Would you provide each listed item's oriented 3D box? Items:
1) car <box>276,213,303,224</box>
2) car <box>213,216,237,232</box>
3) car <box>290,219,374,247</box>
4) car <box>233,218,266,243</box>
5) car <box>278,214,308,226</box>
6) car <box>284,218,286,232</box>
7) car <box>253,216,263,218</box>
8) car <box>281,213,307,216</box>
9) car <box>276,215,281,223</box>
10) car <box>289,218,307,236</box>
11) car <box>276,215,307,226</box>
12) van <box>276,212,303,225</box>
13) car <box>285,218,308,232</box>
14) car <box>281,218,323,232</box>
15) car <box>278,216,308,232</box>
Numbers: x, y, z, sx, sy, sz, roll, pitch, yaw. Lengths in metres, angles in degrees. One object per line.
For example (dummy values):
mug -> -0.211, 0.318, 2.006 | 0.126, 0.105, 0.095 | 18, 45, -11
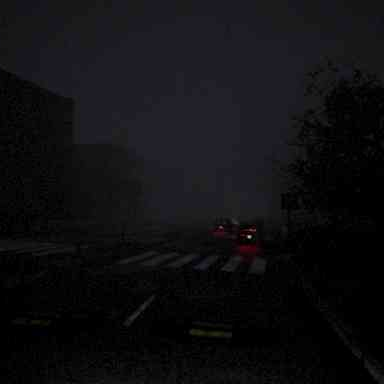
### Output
car -> 18.227, 4.979, 62.424 | 4.553, 1.767, 2.185 | 1, -2, 12
car -> 3.471, 3.503, 36.280 | 1.837, 1.490, 4.892 | 1, -3, 12
car -> 9.359, 2.862, 22.119 | 4.892, 1.521, 2.231 | 1, -3, 12
car -> 4.330, 2.870, 24.471 | 1.837, 1.490, 4.892 | 1, -3, 12
car -> 16.426, 4.605, 54.496 | 4.553, 1.767, 2.185 | 1, -3, 12
car -> 11.156, 3.402, 30.162 | 4.792, 1.488, 2.163 | 1, -3, 12
car -> 9.701, 4.298, 49.118 | 1.882, 1.535, 5.008 | 1, -3, 13
car -> 12.866, 3.730, 38.242 | 4.553, 1.767, 2.185 | 1, -3, 12
car -> 14.630, 4.335, 46.303 | 4.792, 1.488, 2.163 | 1, -3, 12
car -> 9.948, 3.033, 24.805 | 5.008, 1.535, 2.097 | 1, -3, 12
car -> 17.009, 4.857, 57.049 | 4.892, 1.521, 2.231 | 1, -2, 12
van -> 17.497, 4.756, 59.773 | 4.442, 1.987, 1.878 | 1, -2, 12
car -> 10.547, 3.204, 27.487 | 4.892, 1.521, 2.231 | 1, -3, 12
car -> 13.479, 4.047, 40.921 | 4.674, 1.452, 2.002 | 1, -3, 12
car -> 11.537, 3.530, 32.901 | 5.366, 1.575, 1.946 | 1, -3, 12
